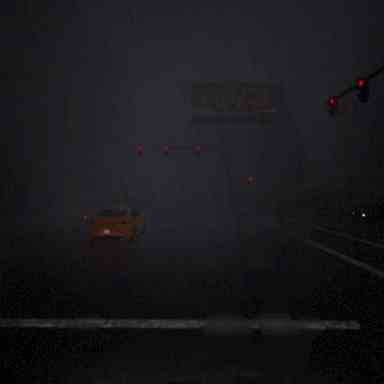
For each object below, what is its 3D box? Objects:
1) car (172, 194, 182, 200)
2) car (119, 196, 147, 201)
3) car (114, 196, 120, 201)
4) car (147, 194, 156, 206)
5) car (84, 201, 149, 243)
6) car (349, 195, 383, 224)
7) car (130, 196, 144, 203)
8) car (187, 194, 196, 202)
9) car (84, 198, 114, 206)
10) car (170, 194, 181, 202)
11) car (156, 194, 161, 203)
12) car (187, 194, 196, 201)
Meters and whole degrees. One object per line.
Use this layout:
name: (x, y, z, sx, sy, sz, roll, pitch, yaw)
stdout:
car: (-3.594, 1.238, 79.067, 1.994, 1.385, 4.181, 0, 0, -6)
car: (-7.132, 1.342, 40.832, 1.882, 1.535, 5.008, 0, 0, 0)
car: (-10.642, 1.317, 48.643, 1.882, 1.535, 5.008, 0, 0, 0)
car: (-7.141, 1.311, 50.262, 1.882, 1.535, 5.008, 0, 1, 0)
car: (-3.418, 1.425, 15.787, 1.882, 1.535, 5.008, 0, 0, 0)
car: (14.253, 1.142, 23.640, 5.566, 2.045, 2.150, 0, 0, 0)
car: (-10.605, 1.389, 64.070, 1.895, 1.301, 4.718, 0, 0, 1)
car: (-0.083, 1.360, 70.036, 1.895, 1.301, 4.718, 0, 0, 0)
car: (-10.651, 1.475, 37.819, 1.895, 1.301, 4.718, 0, 0, 1)
car: (-3.584, 1.289, 70.263, 2.128, 1.511, 4.902, 0, 0, 0)
car: (-7.114, 1.141, 63.985, 2.097, 1.767, 4.553, 0, 0, 1)
car: (-0.094, 1.211, 79.072, 2.128, 1.511, 4.902, 0, 0, 0)
